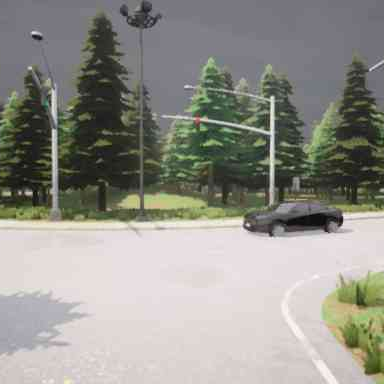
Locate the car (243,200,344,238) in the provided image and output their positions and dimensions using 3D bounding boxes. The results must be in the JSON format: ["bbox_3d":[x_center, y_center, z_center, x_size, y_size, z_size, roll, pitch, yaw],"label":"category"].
[{"bbox_3d":[4.773,1.152,15.607,5.008,1.535,1.882,-1,2,-23],"label":"car"}]
